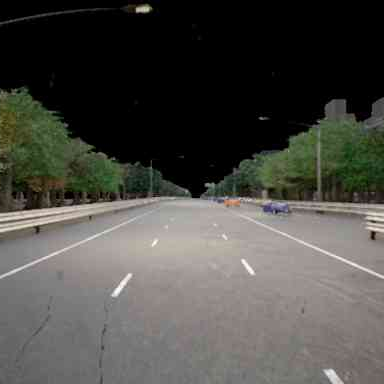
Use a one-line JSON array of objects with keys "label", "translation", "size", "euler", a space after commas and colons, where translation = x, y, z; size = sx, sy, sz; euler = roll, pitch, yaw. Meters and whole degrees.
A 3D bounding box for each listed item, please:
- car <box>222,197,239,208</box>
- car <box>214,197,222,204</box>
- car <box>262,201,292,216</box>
[{"label": "car", "translation": [6.865, 1.688, 57.394], "size": [2.097, 1.767, 4.553], "euler": [0, 0, 0]}, {"label": "car", "translation": [7.002, 1.967, 78.893], "size": [1.882, 1.535, 5.008], "euler": [0, 0, 0]}, {"label": "car", "translation": [9.334, 1.772, 36.674], "size": [1.812, 1.442, 4.674], "euler": [0, 0, -11]}]
